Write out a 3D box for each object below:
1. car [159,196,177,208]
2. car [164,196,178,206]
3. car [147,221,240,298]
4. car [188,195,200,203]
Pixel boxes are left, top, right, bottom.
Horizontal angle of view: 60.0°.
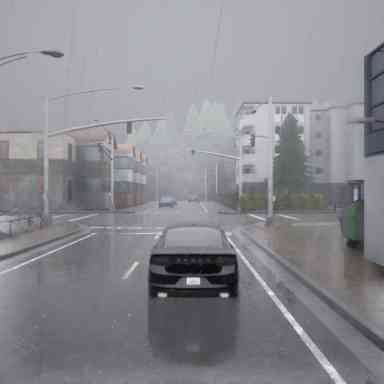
[{"bbox_3d":[-3.612,1.477,47.380,1.882,1.535,5.008,0,0,0],"label":"car"},{"bbox_3d":[-3.595,1.491,57.731,2.128,1.511,4.902,0,0,0],"label":"car"},{"bbox_3d":[0.048,1.478,8.583,1.882,1.535,5.008,0,0,1],"label":"car"},{"bbox_3d":[0.466,1.353,69.686,2.097,1.767,4.553,0,0,7],"label":"car"}]
